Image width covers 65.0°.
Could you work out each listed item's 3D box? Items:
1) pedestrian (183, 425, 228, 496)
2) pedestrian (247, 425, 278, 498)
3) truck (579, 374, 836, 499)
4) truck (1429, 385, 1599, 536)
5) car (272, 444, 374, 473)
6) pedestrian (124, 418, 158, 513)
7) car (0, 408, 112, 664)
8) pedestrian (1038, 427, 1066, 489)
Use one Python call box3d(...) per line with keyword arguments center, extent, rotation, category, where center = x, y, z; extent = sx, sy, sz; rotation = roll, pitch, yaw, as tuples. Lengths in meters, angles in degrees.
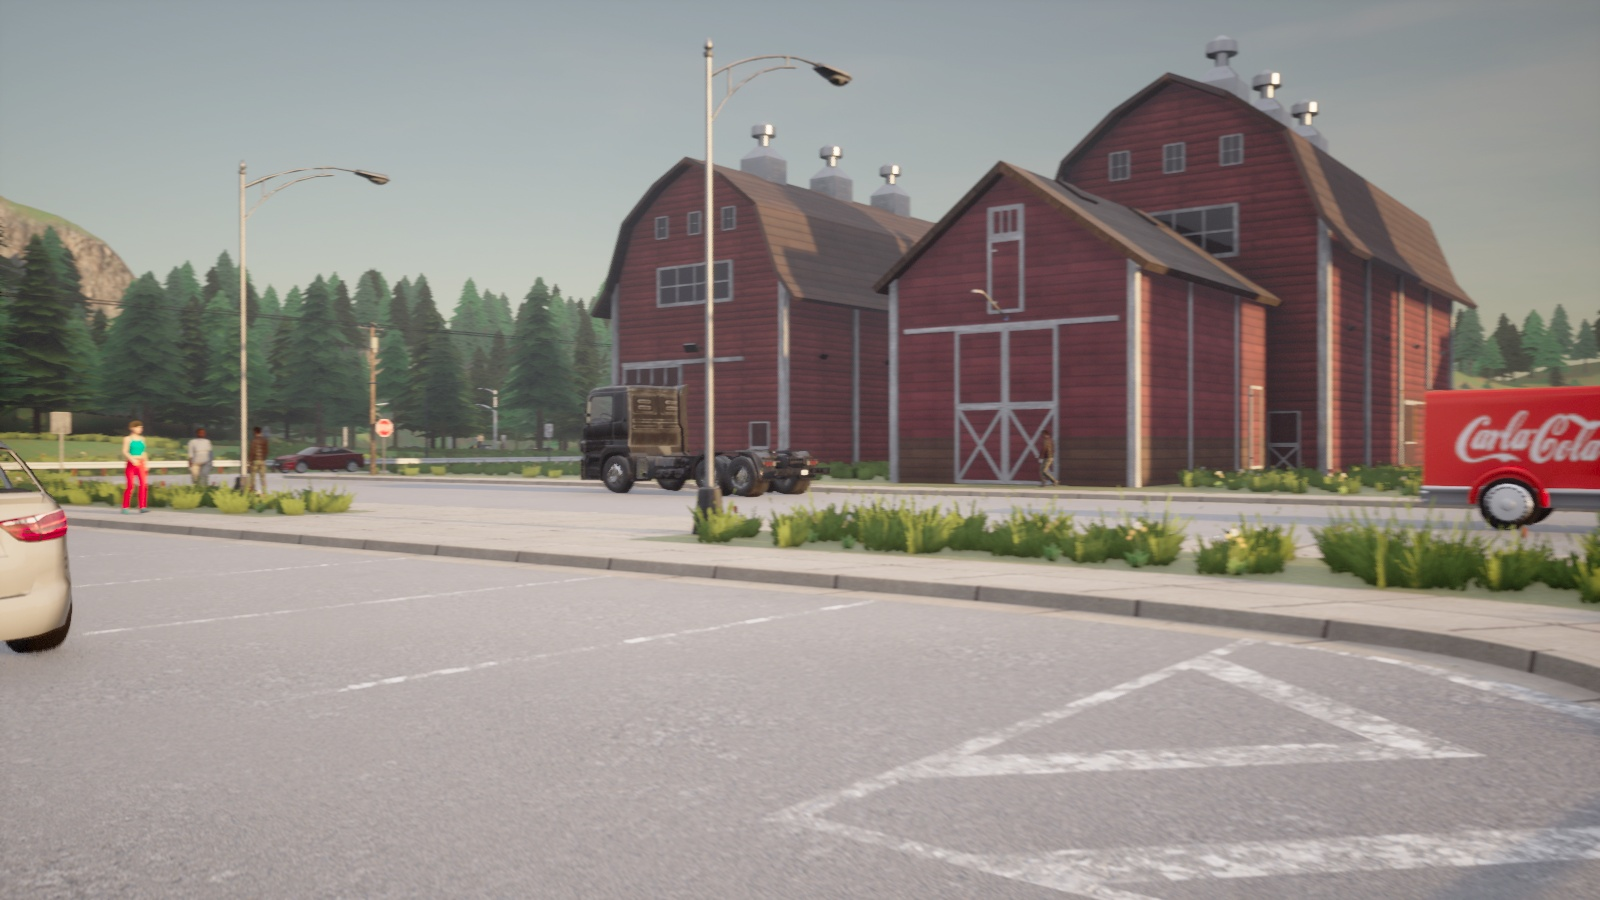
box3d(center=(-15.783, 0.274, 33.333), extent=(0.874, 1.855, 0.900), rotation=(0, 0, -39), category="pedestrian")
box3d(center=(-13.724, 0.278, 32.062), extent=(0.703, 1.840, 0.431), rotation=(0, 0, 40), category="pedestrian")
box3d(center=(-2.963, -0.391, 38.513), extent=(7.936, 3.462, 2.891), rotation=(0, 0, 37), category="truck")
box3d(center=(13.864, 0.165, 21.449), extent=(5.204, 2.467, 2.627), rotation=(0, 0, 37), category="truck")
box3d(center=(-26.246, 0.454, 69.297), extent=(1.882, 1.535, 5.008), rotation=(0, 0, 38), category="car")
box3d(center=(-12.888, 0.302, 24.547), extent=(0.594, 1.836, 0.345), rotation=(0, 0, 34), category="pedestrian")
box3d(center=(-7.285, 0.557, 9.256), extent=(4.611, 1.667, 2.242), rotation=(0, 0, 38), category="car")
box3d(center=(7.626, 0.236, 38.006), extent=(0.703, 1.840, 0.431), rotation=(0, 0, 32), category="pedestrian")
